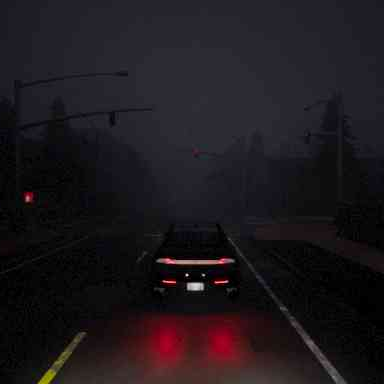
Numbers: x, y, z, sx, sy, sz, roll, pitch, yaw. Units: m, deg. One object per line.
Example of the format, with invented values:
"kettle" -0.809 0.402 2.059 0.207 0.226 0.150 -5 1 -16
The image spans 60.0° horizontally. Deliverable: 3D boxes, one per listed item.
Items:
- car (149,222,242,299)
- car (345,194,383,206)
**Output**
"car" 0.082 1.491 8.423 2.128 1.511 4.902 0 0 0
"car" 15.876 1.201 28.946 5.566 2.045 2.150 0 0 -8
